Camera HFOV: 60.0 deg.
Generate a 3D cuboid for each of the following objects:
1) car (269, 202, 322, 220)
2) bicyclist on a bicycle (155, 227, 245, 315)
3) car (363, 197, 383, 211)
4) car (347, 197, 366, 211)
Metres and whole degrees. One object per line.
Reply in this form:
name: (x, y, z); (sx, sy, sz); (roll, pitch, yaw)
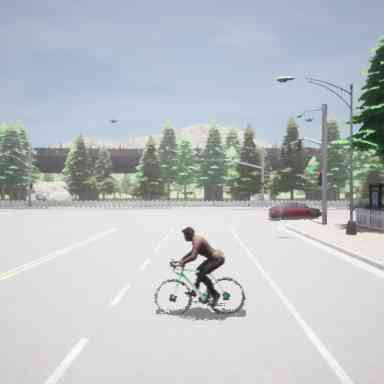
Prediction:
car: (8.384, 1.519, 26.989); (4.181, 1.385, 1.994); (0, 0, -14)
bicyclist on a bicycle: (0.123, 1.454, 6.052); (1.656, 1.620, 0.582); (-2, 0, 2)
car: (20.535, 1.508, 34.328); (4.181, 1.385, 1.994); (0, 0, 2)
car: (20.209, 1.296, 37.838); (4.553, 1.767, 2.097); (0, 0, 2)
